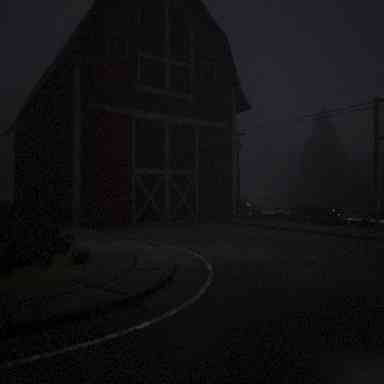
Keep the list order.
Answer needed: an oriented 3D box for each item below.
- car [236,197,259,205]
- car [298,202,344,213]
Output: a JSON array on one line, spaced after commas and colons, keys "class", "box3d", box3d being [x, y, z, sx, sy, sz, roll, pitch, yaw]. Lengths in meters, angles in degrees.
[{"class": "car", "box3d": [5.764, 1.379, 38.355, 2.097, 1.767, 4.553, 0, 0, -34]}, {"class": "car", "box3d": [11.328, 1.627, 30.246, 1.895, 1.301, 4.718, 0, 0, -34]}]
